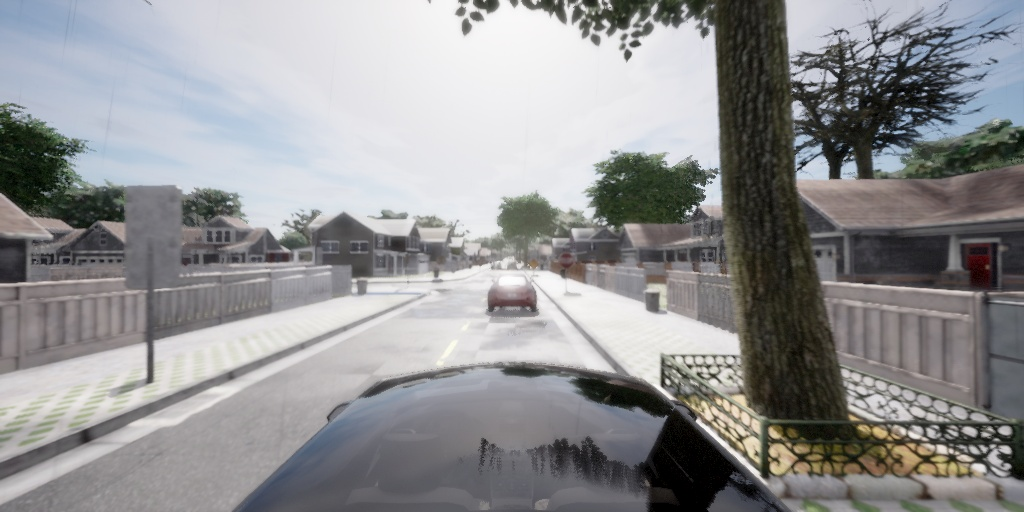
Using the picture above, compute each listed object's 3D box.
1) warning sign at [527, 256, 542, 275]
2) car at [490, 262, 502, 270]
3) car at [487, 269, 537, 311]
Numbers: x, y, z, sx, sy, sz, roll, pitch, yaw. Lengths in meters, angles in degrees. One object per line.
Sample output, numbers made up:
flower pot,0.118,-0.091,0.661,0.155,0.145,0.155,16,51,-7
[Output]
warning sign,2.526,1.229,41.637,1.300,1.860,1.060,0,0,0
car,-2.783,1.772,63.667,2.128,1.511,4.902,0,0,1
car,0.026,1.443,15.293,1.994,1.385,4.181,0,0,1
